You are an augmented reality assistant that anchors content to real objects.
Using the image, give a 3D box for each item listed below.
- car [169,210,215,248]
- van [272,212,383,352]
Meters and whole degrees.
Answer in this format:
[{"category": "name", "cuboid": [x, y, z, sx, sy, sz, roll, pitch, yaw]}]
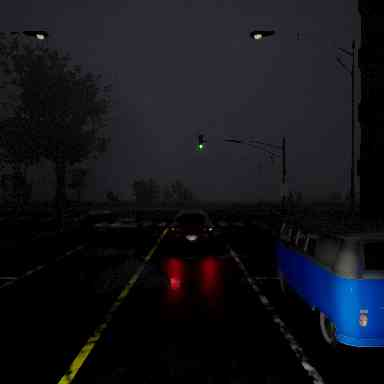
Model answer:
[{"category": "car", "cuboid": [0.000, 1.527, 14.651, 1.812, 1.442, 4.674, 0, 0, 0]}, {"category": "van", "cuboid": [2.676, 1.338, 6.016, 1.690, 1.788, 3.998, -1, 0, 0]}]
